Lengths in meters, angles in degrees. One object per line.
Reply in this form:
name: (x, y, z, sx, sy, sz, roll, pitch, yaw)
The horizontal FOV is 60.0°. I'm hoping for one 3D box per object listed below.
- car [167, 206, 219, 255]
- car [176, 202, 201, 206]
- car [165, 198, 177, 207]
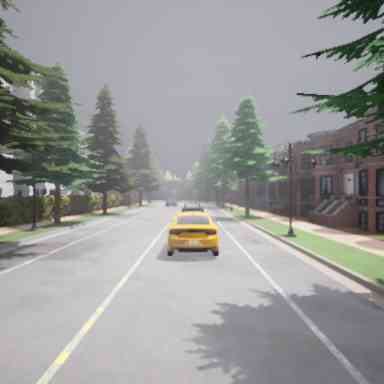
car: (0.054, 1.558, 13.697, 1.882, 1.535, 5.008, 0, 0, 1)
car: (0.043, 1.654, 27.506, 2.128, 1.511, 4.902, 0, 0, 1)
car: (-3.557, 1.842, 57.573, 1.837, 1.490, 4.892, 0, 0, 1)
